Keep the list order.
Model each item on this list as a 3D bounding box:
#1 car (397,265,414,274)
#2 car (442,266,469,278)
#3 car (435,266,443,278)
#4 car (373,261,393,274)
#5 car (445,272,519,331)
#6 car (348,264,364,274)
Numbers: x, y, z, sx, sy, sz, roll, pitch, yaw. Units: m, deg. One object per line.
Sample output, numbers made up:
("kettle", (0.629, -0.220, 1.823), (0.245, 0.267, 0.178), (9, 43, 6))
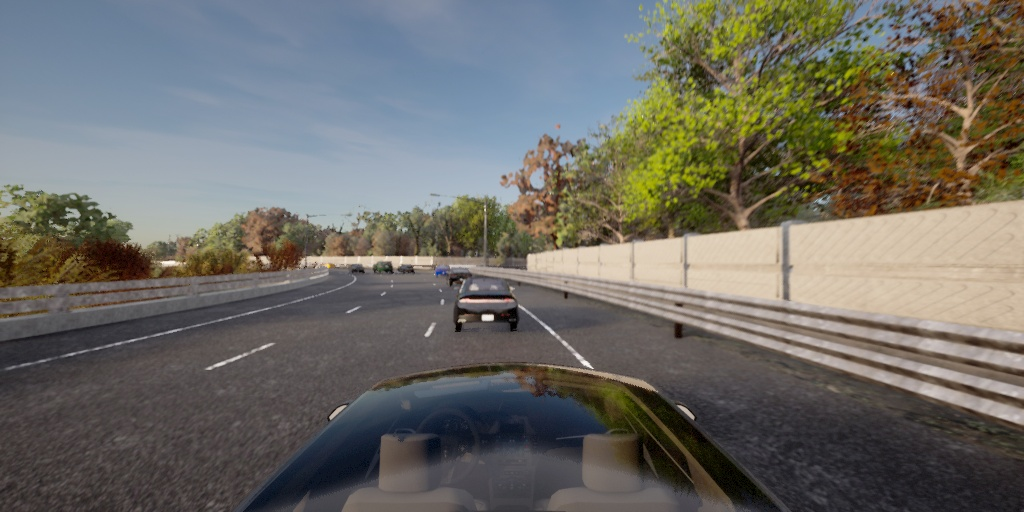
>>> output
("car", (-17.376, 2.150, 58.500), (1.837, 1.490, 4.892), (2, -1, -32))
("car", (-4.601, 1.741, 30.774), (1.882, 1.535, 5.008), (1, -1, -15))
("car", (-9.045, 1.998, 47.142), (1.882, 1.535, 5.008), (1, -1, -12))
("car", (-20.558, 1.808, 57.092), (2.150, 2.045, 5.566), (1, -1, -32))
("car", (-0.906, 1.443, 11.794), (2.128, 1.511, 4.902), (1, -1, -7))
("car", (-24.955, 2.052, 57.352), (1.837, 1.490, 4.892), (1, -1, -33))
